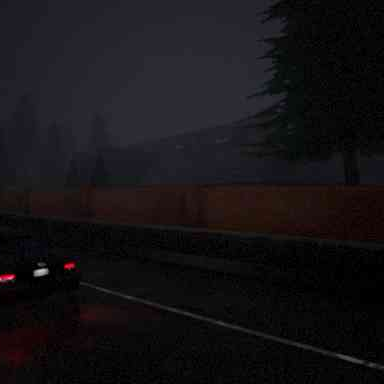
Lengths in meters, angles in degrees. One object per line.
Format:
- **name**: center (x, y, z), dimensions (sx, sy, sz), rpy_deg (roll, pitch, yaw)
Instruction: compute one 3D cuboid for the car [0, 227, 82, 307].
- **car**: center (-4.754, 1.549, 7.795), dimensions (5.357, 1.411, 2.033), rpy_deg (0, 0, 39)
